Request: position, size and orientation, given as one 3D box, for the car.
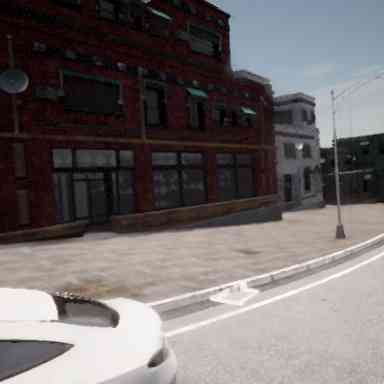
[{"bbox_3d":[-2.270,1.546,2.288,4.674,1.442,1.812,0,0,-36],"label":"car"}]
